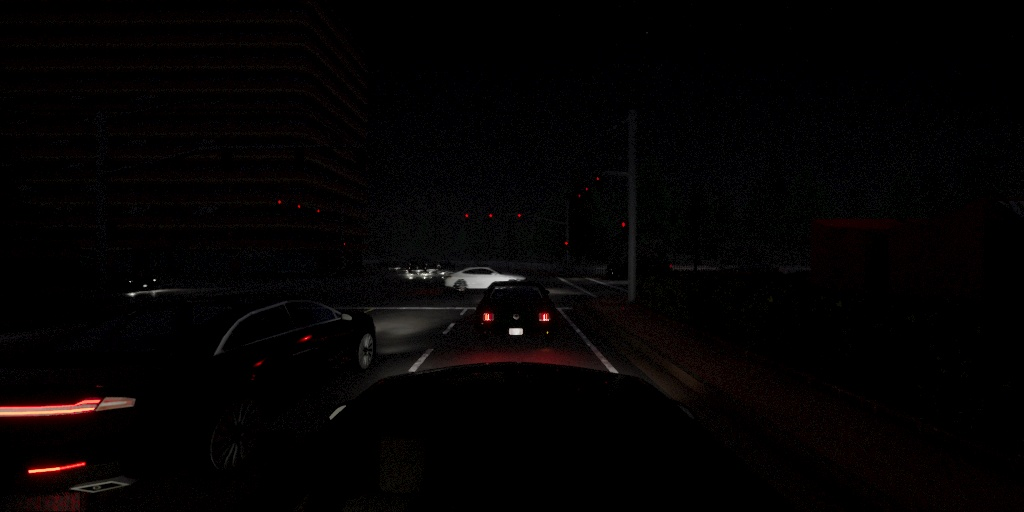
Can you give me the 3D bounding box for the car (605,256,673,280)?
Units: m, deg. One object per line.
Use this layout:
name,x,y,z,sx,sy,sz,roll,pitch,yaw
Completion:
car,11.084,1.026,31.355,5.566,2.045,2.150,0,0,1

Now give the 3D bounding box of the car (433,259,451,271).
car,-8.879,1.295,47.739,2.033,1.411,5.357,0,0,-18

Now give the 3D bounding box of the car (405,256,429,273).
car,-11.802,0.970,44.795,2.150,2.045,5.566,0,0,-15

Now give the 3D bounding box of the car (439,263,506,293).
car,-1.552,1.313,20.755,4.674,1.442,1.812,0,0,0

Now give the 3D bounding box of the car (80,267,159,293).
car,-24.076,1.352,20.958,5.357,1.411,2.033,0,0,1

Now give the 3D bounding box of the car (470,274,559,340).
car,0.112,1.350,9.987,1.895,1.301,4.718,0,0,1

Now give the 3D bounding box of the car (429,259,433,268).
car,-12.901,1.252,56.425,1.837,1.490,4.892,0,0,-32

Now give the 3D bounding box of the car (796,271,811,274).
car,24.808,1.405,27.711,4.718,1.301,1.895,0,0,0

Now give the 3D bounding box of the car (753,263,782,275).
car,20.851,1.330,31.235,4.674,1.442,1.812,0,0,0

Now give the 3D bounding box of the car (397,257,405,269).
car,-15.370,1.273,53.769,1.812,1.442,4.674,0,0,-31

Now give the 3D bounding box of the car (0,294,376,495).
car,-3.427,1.241,4.723,2.128,1.511,4.902,0,0,0

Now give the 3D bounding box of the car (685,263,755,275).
car,15.641,1.405,27.795,4.718,1.301,1.895,0,0,1

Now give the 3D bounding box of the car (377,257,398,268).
car,-21.433,1.311,61.623,4.181,1.385,1.994,0,0,43
